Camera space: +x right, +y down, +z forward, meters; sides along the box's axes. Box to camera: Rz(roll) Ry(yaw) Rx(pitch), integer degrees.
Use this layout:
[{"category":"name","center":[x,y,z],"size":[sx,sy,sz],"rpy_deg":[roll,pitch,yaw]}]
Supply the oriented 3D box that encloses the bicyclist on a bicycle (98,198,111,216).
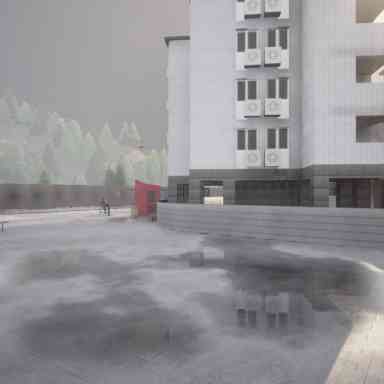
[{"category":"bicyclist on a bicycle","center":[-7.837,1.349,29.750],"size":[1.656,1.620,0.582],"rpy_deg":[0,0,36]}]
